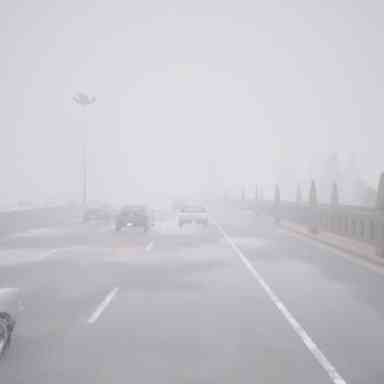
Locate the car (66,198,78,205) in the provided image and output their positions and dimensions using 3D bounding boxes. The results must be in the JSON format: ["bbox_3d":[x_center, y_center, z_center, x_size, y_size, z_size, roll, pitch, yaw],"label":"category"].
[{"bbox_3d":[-19.994,1.716,55.487,1.895,1.301,4.718,0,0,-20],"label":"car"}]

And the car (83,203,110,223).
[{"bbox_3d":[-7.040,1.541,25.709,1.812,1.442,4.674,0,0,-2],"label":"car"}]

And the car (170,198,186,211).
[{"bbox_3d":[-1.633,1.547,41.167,1.837,1.490,4.892,0,0,-9],"label":"car"}]

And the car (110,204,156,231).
[{"bbox_3d":[-3.419,1.514,20.498,1.837,1.490,4.892,0,0,0],"label":"car"}]

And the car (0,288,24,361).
[{"bbox_3d":[-3.401,1.601,2.767,1.895,1.301,4.718,0,0,0],"label":"car"}]

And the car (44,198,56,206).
[{"bbox_3d":[-25.543,1.697,59.913,2.033,1.411,5.357,0,0,-24],"label":"car"}]

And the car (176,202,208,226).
[{"bbox_3d":[0.038,1.613,23.213,1.895,1.301,4.718,0,0,-1],"label":"car"}]

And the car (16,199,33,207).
[{"bbox_3d":[-26.250,1.717,52.207,1.895,1.301,4.718,0,0,-19],"label":"car"}]
